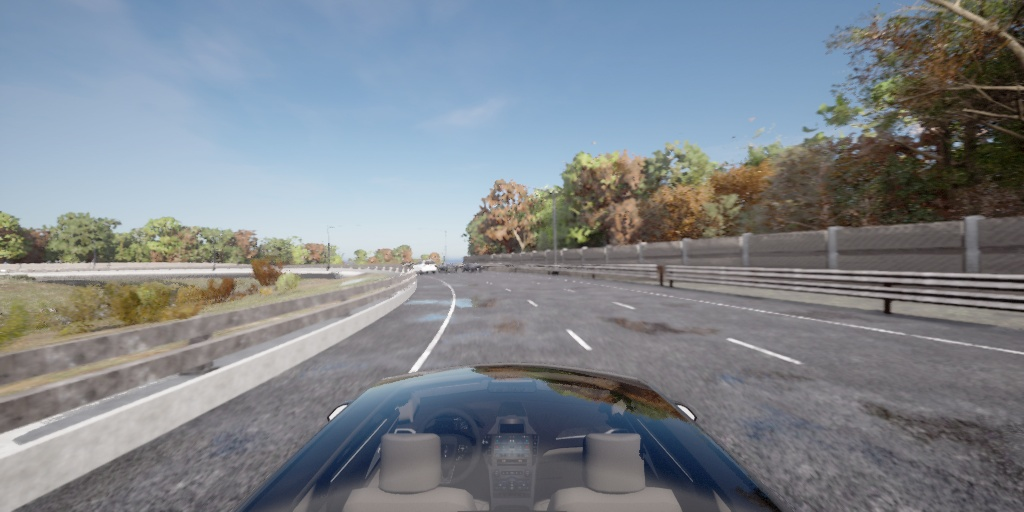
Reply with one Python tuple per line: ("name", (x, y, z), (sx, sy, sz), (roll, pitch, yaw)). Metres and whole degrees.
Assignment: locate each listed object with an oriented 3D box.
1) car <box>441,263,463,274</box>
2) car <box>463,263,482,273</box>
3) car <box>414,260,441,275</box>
("car", (-9.826, 1.883, 54.772), (2.128, 1.511, 4.902), (-1, 0, -30))
("car", (-6.217, 1.861, 55.456), (1.812, 1.442, 4.674), (-1, 0, -30))
("car", (-12.953, 1.651, 53.216), (2.150, 2.045, 5.566), (-1, -1, -31))
